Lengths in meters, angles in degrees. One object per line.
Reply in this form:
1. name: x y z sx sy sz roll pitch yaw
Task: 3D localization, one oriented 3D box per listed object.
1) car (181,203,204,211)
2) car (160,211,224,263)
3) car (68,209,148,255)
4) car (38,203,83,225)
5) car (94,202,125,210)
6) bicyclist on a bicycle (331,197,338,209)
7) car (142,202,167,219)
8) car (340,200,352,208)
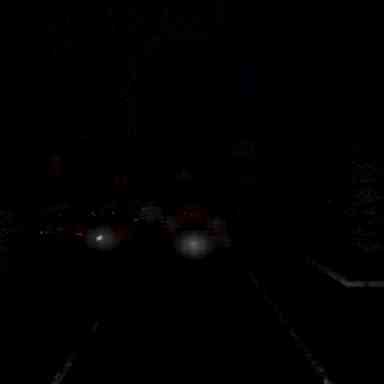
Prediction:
1. car: 0.070 1.657 28.453 1.812 1.442 4.674 0 0 0
2. car: 0.071 1.601 12.174 1.994 1.385 4.181 0 0 0
3. car: -3.176 1.606 13.540 1.994 1.385 4.181 0 0 0
4. car: -9.853 1.587 25.268 1.882 1.535 5.008 0 0 0
5. car: -6.599 1.624 26.696 1.837 1.490 4.892 0 0 0
6. bicyclist on a bicycle: 18.372 1.430 42.838 0.582 1.620 1.656 0 -1 -1
7. car: -3.183 1.620 28.026 2.128 1.511 4.902 0 0 0
8. car: 26.437 1.876 54.451 4.206 1.307 1.802 0 -1 -1
